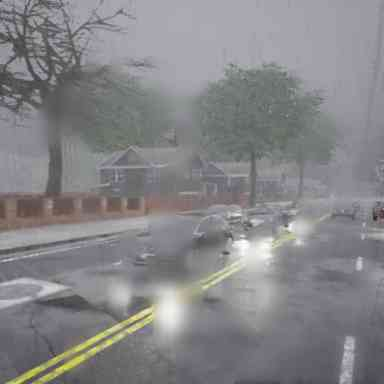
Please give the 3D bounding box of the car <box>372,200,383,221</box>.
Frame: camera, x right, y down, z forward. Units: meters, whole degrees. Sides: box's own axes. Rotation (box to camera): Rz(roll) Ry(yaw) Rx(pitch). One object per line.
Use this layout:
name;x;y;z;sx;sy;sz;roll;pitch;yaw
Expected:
car;16.398;1.467;27.919;2.097;1.767;4.553;1;0;28

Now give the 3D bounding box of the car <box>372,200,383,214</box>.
car;22.155;1.697;38.732;2.033;1.411;5.357;1;0;29

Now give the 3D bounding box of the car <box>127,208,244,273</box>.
car;-0.110;1.467;10.867;1.837;1.490;4.892;1;0;28

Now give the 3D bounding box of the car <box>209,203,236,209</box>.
car;1.986;1.517;21.568;1.837;1.490;4.892;1;0;28

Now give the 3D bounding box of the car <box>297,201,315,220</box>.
car;9.447;1.518;28.814;2.128;1.511;4.902;1;0;29

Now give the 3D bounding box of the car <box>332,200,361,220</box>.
car;13.403;1.622;29.210;2.033;1.411;5.357;1;0;28

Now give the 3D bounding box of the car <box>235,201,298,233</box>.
car;4.549;1.486;19.651;2.128;1.511;4.902;1;0;28
